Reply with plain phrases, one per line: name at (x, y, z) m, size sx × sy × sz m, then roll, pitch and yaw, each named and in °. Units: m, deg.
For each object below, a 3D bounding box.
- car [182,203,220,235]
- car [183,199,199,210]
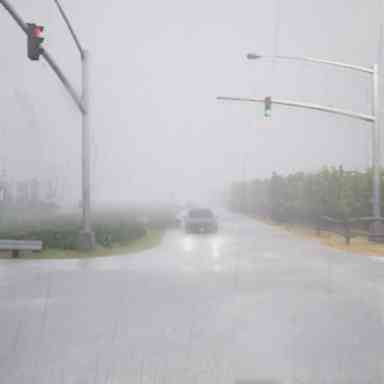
car at (0.483, 1.691, 19.816) m, size 1.837 × 1.490 × 4.892 m, roll -1°, pitch 2°, yaw -1°
car at (-0.149, 1.661, 45.467) m, size 2.033 × 1.411 × 5.357 m, roll -1°, pitch 0°, yaw -1°
